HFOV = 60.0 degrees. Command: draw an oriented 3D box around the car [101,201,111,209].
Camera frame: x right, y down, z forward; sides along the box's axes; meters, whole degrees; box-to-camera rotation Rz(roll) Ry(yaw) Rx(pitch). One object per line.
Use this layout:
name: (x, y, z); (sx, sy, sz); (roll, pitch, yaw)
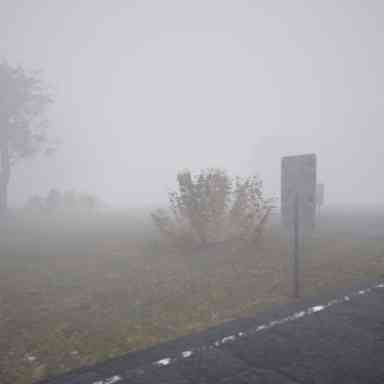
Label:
car: (-14.494, 2.084, 52.991); (1.994, 1.385, 4.181); (1, -1, -35)
